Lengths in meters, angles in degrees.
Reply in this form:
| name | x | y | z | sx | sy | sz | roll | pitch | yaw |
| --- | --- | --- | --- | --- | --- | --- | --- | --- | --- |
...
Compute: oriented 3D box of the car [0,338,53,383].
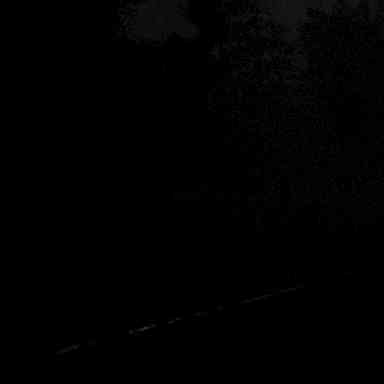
| name | x | y | z | sx | sy | sz | roll | pitch | yaw |
| --- | --- | --- | --- | --- | --- | --- | --- | --- | --- |
| car | -3.353 | 1.552 | 1.356 | 5.357 | 1.411 | 2.033 | 0 | 0 | -35 |
